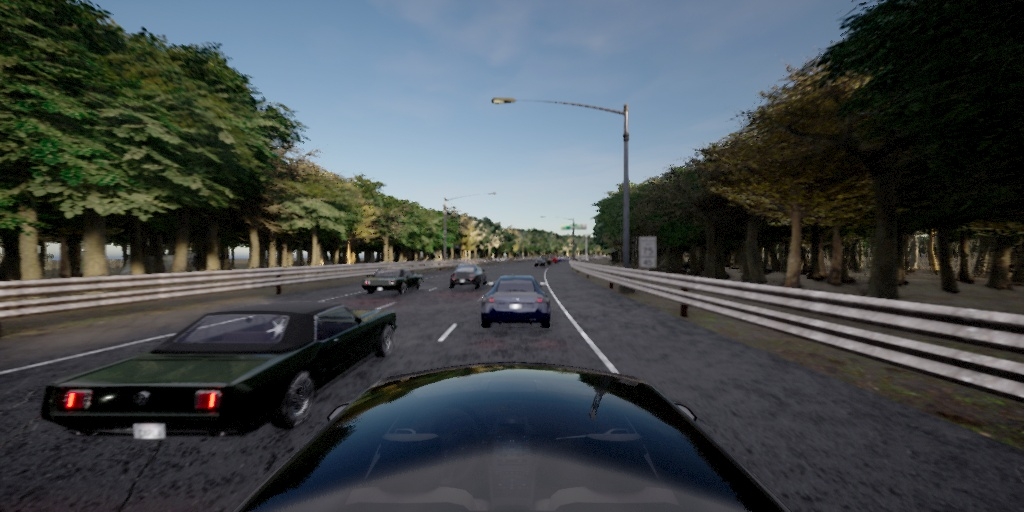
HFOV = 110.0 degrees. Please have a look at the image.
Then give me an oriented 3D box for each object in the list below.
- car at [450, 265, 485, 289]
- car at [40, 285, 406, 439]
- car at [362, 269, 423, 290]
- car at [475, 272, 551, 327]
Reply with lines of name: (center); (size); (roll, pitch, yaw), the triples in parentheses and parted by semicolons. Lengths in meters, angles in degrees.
car: (-2.778, 1.268, 23.201); (1.812, 1.442, 4.674); (0, 0, 3)
car: (-3.359, 1.352, 5.571); (1.895, 1.301, 4.718); (0, 0, 1)
car: (-6.442, 1.346, 19.985); (1.895, 1.301, 4.718); (0, 0, 3)
car: (0.150, 1.311, 11.540); (1.994, 1.385, 4.181); (0, 0, 2)
